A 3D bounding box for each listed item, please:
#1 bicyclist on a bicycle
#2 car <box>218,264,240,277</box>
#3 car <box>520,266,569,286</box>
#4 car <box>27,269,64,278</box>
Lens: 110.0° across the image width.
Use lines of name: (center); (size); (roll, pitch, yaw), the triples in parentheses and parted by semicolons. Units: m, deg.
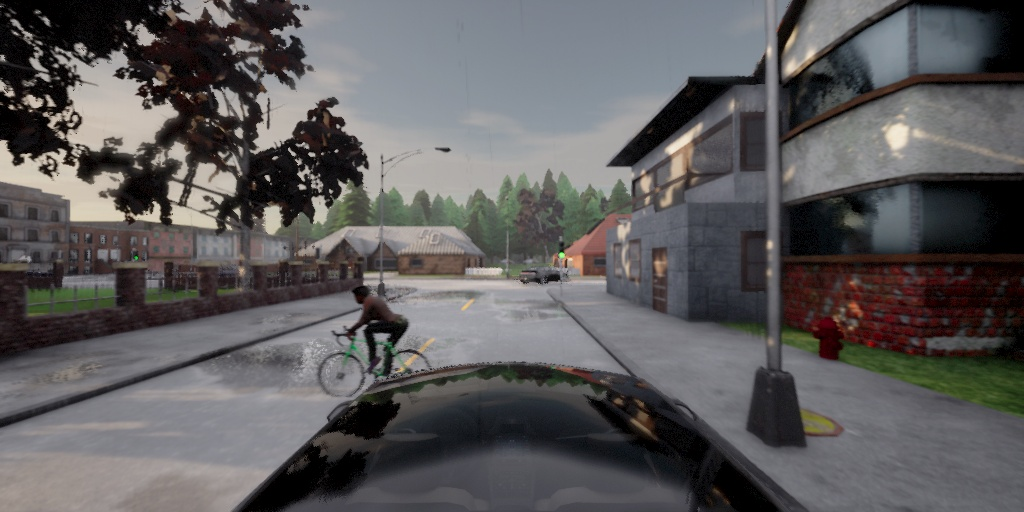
bicyclist on a bicycle: (-1.995, 1.243, 5.165); (1.656, 1.620, 0.582); (-2, -1, 0)
car: (-23.508, 1.434, 30.175); (4.553, 1.767, 2.097); (0, -1, 0)
car: (2.712, 1.564, 29.129); (2.128, 1.511, 4.902); (-2, -2, 43)
car: (-41.224, 1.705, 30.338); (4.718, 1.301, 1.895); (0, -1, 0)
